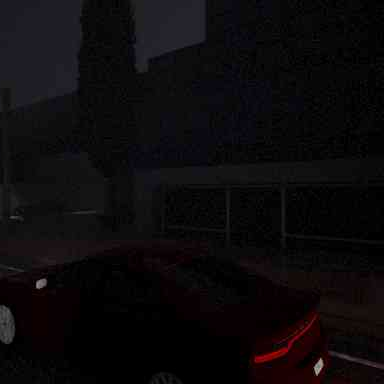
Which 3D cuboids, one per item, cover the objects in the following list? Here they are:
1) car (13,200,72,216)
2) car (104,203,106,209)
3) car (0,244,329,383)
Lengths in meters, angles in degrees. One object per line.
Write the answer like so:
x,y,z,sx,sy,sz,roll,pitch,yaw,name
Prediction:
-14.661,1.546,32.977,2.033,1.411,5.357,0,0,36,car
-8.666,1.490,41.341,2.128,1.511,4.902,0,0,36,car
-0.825,1.477,4.576,5.008,1.535,1.882,0,0,35,car
